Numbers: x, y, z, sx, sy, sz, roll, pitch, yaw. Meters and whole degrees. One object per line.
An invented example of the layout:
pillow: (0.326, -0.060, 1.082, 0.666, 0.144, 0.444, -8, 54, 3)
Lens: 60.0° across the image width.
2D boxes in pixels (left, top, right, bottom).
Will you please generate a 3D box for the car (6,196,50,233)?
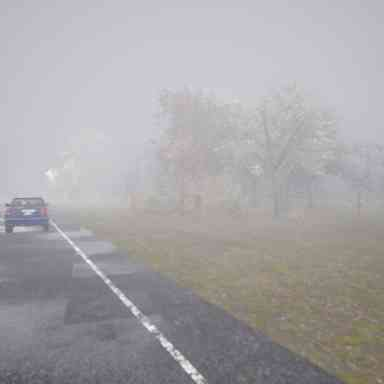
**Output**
car: (-9.885, 1.247, 20.070, 2.150, 2.045, 5.566, 0, 0, -27)

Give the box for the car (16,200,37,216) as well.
car: (-17.411, 1.588, 34.981, 1.812, 1.442, 4.674, 0, 0, -27)
